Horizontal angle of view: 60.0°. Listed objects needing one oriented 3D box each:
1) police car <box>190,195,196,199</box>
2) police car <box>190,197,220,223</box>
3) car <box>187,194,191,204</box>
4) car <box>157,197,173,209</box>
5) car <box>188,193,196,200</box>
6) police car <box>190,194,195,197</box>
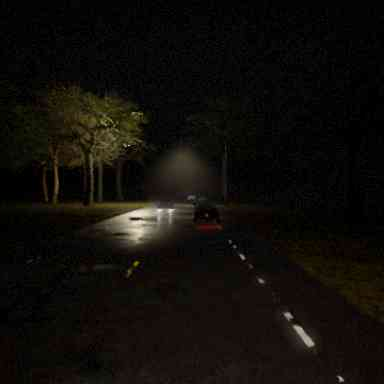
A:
[{"bbox_3d":[1.037,1.416,35.621,1.930,1.638,5.238,0,0,0],"label":"police car"},{"bbox_3d":[1.040,1.419,25.621,1.930,1.638,5.238,0,0,0],"label":"police car"},{"bbox_3d":[-0.021,1.393,59.597,2.128,1.511,4.902,0,0,0],"label":"car"},{"bbox_3d":[-3.601,1.479,45.356,1.837,1.490,4.892,0,0,0],"label":"car"},{"bbox_3d":[-0.030,1.111,83.155,2.033,1.411,5.357,0,1,0],"label":"car"},{"bbox_3d":[1.035,1.411,41.619,1.930,1.638,5.238,0,0,0],"label":"police car"}]
